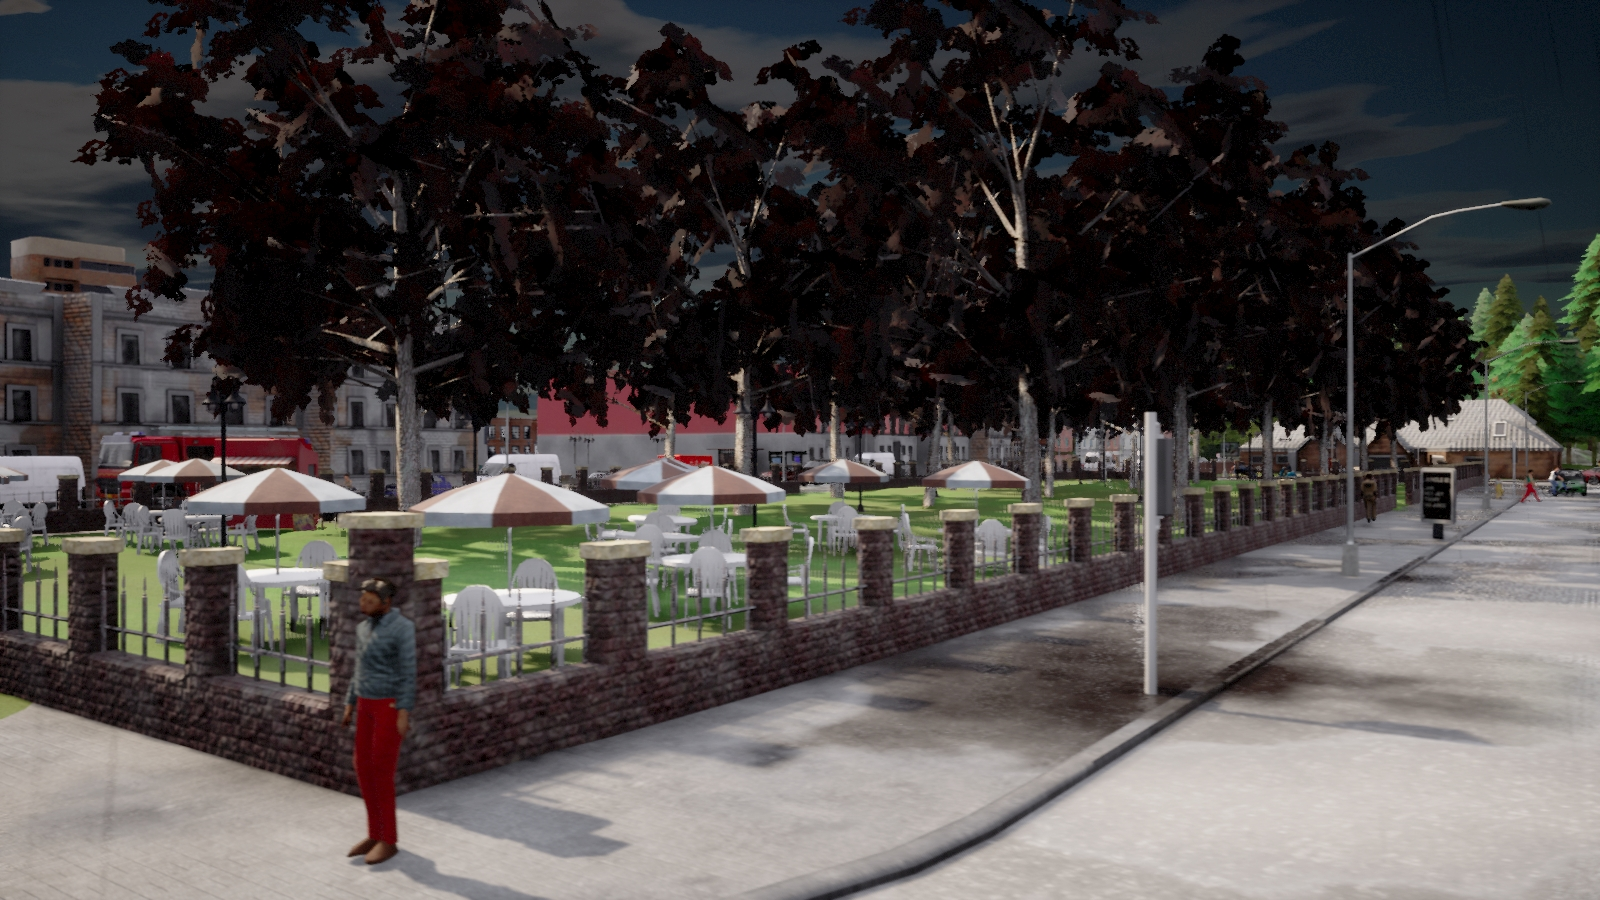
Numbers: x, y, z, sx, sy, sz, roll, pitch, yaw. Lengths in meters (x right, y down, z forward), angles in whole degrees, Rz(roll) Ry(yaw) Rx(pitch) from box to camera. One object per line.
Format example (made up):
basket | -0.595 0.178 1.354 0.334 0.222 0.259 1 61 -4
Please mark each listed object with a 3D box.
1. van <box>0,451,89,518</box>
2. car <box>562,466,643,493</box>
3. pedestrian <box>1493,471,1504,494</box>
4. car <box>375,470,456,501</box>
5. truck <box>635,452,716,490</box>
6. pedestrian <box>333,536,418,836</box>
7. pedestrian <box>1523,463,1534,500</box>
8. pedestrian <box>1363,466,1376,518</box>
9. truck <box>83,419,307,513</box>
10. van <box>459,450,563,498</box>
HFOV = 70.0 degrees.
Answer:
van | -31.122 1.307 44.131 1.988 2.561 5.915 0 0 35
car | -12.244 1.807 71.158 2.097 1.535 5.006 0 0 35
pedestrian | 38.669 1.803 63.232 0.375 1.300 0.375 0 0 -4
car | -20.133 1.811 59.853 1.845 1.501 3.633 0 0 35
truck | -8.307 1.341 76.775 2.627 2.467 5.204 0 0 35
pedestrian | -2.787 1.516 7.505 0.375 1.860 0.375 0 0 36
pedestrian | 37.709 1.628 59.128 0.375 1.860 0.375 0 0 15
pedestrian | 20.814 1.523 41.770 0.375 1.860 0.375 0 0 35
truck | -26.693 0.663 50.898 2.891 3.827 8.468 0 0 35
van | -16.412 1.307 65.195 1.988 2.561 5.915 0 0 35
